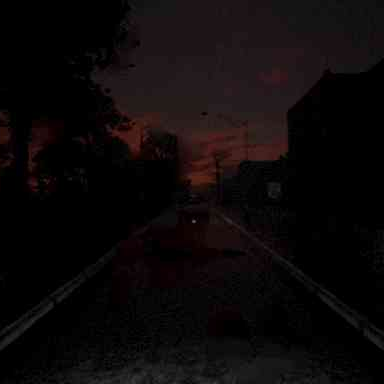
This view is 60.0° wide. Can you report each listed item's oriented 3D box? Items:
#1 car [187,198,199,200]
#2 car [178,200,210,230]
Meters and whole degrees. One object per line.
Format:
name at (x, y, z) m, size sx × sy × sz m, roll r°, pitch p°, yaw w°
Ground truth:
car at (0.112, 1.513, 39.281) m, size 1.837 × 1.490 × 4.892 m, roll 0°, pitch 0°, yaw 0°
car at (0.110, 1.482, 20.964) m, size 1.882 × 1.535 × 5.008 m, roll 0°, pitch 0°, yaw 0°
